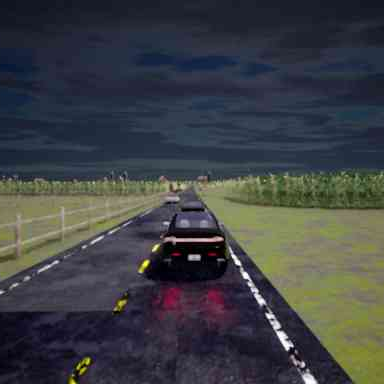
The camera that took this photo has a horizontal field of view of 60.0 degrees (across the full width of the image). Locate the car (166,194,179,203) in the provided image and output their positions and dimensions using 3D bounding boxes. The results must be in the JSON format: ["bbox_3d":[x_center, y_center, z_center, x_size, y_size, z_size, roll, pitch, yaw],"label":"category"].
[{"bbox_3d":[-2.815,1.007,49.123,1.895,1.301,4.718,0,1,0],"label":"car"}]

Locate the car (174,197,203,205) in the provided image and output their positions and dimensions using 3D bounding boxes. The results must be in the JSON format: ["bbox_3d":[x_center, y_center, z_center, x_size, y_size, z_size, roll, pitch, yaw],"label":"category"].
[{"bbox_3d":[0.052,1.273,23.756,2.033,1.411,5.357,0,1,1],"label":"car"}]

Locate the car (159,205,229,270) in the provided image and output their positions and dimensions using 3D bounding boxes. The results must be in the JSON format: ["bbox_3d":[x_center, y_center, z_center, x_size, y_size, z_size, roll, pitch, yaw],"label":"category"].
[{"bbox_3d":[0.065,1.370,10.528,2.128,1.511,4.902,0,0,0],"label":"car"}]
